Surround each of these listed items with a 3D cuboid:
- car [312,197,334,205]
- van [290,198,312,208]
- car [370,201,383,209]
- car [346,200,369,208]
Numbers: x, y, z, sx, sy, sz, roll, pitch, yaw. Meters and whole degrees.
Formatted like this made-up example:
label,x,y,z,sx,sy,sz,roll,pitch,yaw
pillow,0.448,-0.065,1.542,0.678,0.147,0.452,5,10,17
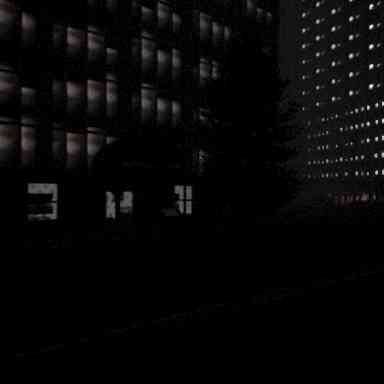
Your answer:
label,x,y,z,sx,sy,sz,roll,pitch,yaw
car,24.169,1.757,62.826,2.150,2.045,5.566,0,-1,-23
van,19.125,1.943,60.107,1.690,1.788,3.998,-1,-1,-23
car,31.229,2.002,53.007,1.947,1.339,4.313,-1,-1,-23
car,29.038,2.100,58.187,1.947,1.339,4.313,-1,-1,-23
